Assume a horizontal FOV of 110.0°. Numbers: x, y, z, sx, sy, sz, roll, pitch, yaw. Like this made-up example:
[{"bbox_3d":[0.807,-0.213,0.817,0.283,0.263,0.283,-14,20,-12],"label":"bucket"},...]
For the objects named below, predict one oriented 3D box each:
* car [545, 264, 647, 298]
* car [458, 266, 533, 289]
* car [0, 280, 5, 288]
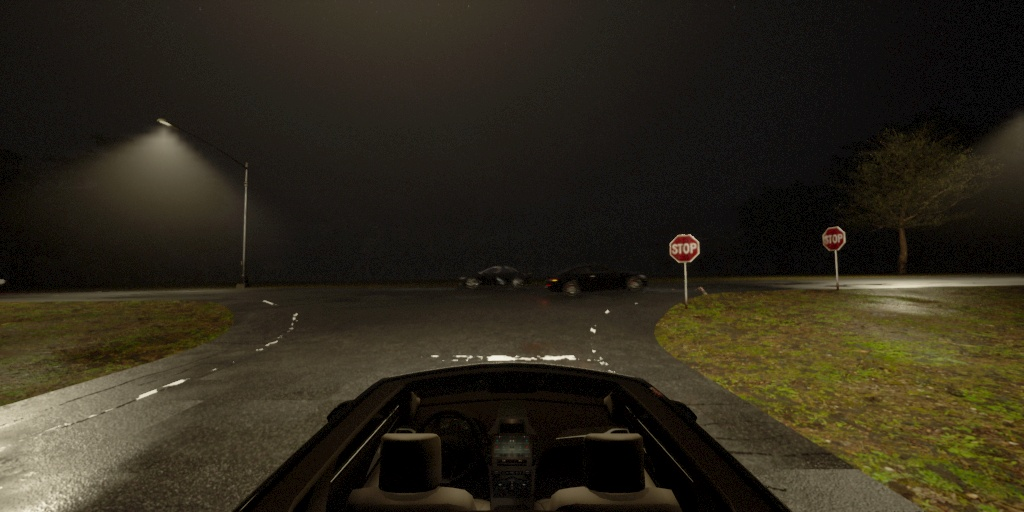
[{"bbox_3d":[3.888,1.083,16.869,4.674,1.442,1.812,-4,-1,-1],"label":"car"},{"bbox_3d":[-1.092,1.400,23.770,4.902,1.511,2.128,-1,-2,-1],"label":"car"},{"bbox_3d":[-37.117,1.795,23.710,4.718,1.301,1.895,-1,-3,0],"label":"car"}]
